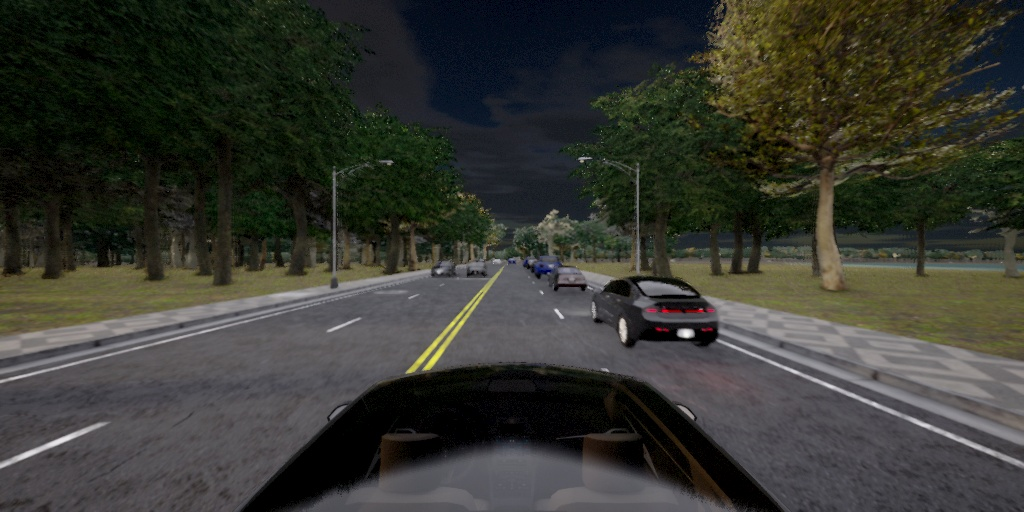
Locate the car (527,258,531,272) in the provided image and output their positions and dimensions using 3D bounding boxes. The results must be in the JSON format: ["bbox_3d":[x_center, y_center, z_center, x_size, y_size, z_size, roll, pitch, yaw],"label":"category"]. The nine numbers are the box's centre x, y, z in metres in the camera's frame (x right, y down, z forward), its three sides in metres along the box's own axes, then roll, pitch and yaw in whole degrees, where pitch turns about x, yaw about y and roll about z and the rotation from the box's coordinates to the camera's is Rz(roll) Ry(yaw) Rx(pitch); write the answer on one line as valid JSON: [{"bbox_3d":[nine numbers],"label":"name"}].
[{"bbox_3d":[3.252,1.274,43.944,1.882,1.535,5.008,0,0,0],"label":"car"}]

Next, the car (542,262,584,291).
[{"bbox_3d":[3.251,1.306,21.943,2.033,1.411,5.357,0,0,0],"label":"car"}]

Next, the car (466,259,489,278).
[{"bbox_3d":[-3.338,1.282,35.067,1.837,1.490,4.892,0,0,0],"label":"car"}]

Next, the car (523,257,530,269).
[{"bbox_3d":[3.252,1.329,54.975,2.163,1.488,4.792,0,0,0],"label":"car"}]

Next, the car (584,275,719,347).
[{"bbox_3d":[3.350,1.255,9.322,1.837,1.490,4.892,0,0,0],"label":"car"}]

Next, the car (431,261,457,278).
[{"bbox_3d":[-6.587,1.268,34.911,2.128,1.511,4.902,0,0,0],"label":"car"}]

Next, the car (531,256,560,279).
[{"bbox_3d":[3.251,0.995,32.974,2.150,2.045,5.566,0,0,0],"label":"car"}]
